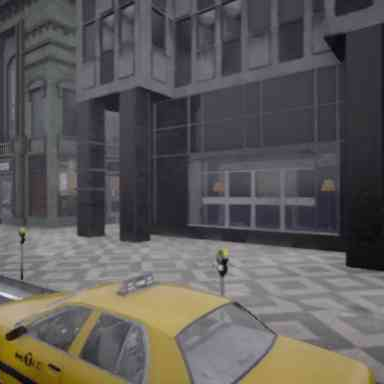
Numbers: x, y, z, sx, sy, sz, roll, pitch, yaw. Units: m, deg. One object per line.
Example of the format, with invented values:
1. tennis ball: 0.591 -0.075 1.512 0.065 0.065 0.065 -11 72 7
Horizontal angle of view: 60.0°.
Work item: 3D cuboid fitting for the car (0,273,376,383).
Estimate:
1. car: -0.751 1.544 3.496 4.829 1.417 1.752 -1 0 35
